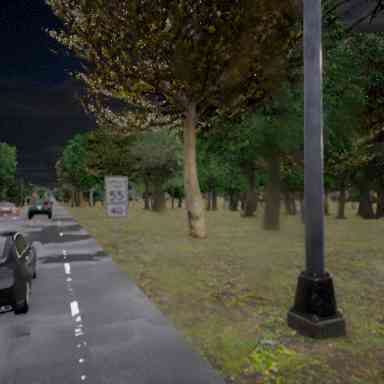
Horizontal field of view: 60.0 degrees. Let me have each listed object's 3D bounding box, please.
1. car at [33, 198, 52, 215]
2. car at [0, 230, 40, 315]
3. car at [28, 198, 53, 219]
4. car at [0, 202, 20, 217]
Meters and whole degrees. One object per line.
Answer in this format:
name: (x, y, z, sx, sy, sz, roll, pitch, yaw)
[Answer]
car: (-20.113, 1.880, 44.997, 2.150, 2.045, 5.566, 0, -1, -22)
car: (-4.534, 1.595, 7.346, 1.837, 1.490, 4.892, 0, -1, -22)
car: (-15.953, 1.710, 35.056, 2.150, 2.045, 5.566, 0, -1, -22)
car: (-21.241, 1.998, 38.561, 2.097, 1.767, 4.553, 0, -1, -22)
